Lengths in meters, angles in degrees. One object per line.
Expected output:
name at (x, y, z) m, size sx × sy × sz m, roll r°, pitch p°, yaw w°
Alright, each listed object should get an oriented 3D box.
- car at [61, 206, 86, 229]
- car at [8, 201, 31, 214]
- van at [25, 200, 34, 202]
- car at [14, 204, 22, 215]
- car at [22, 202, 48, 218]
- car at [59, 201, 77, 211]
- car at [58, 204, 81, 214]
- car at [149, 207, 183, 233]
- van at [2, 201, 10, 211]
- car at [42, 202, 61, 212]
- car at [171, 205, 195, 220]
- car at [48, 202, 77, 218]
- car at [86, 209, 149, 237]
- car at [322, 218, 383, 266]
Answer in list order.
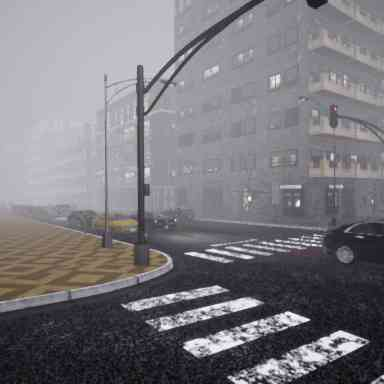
car at (-8.227, 2.002, 25.460) m, size 1.947 × 1.339 × 4.313 m, roll -2°, pitch 0°, yaw -36°
car at (-24.964, 2.449, 48.242) m, size 1.887 × 1.381 × 4.507 m, roll -2°, pitch 0°, yaw -36°
van at (-41.649, 2.831, 85.100) m, size 1.690 × 1.788 × 3.998 m, roll -2°, pitch 0°, yaw -36°
car at (-21.615, 2.392, 43.685) m, size 1.802 × 1.307 × 4.206 m, roll -2°, pitch 0°, yaw -36°
car at (-18.269, 2.262, 39.129) m, size 1.887 × 1.381 × 4.507 m, roll -2°, pitch 0°, yaw -36°
car at (-21.562, 2.366, 57.761) m, size 1.967 × 1.590 × 4.097 m, roll -2°, pitch 0°, yaw -36°
car at (-17.918, 2.389, 48.453) m, size 1.895 × 1.301 × 4.718 m, roll -1°, pitch -1°, yaw -36°
car at (-2.898, 1.924, 22.601) m, size 1.895 × 1.301 × 4.718 m, roll -1°, pitch -1°, yaw -36°
van at (-31.665, 2.433, 57.355) m, size 1.690 × 1.788 × 3.998 m, roll -2°, pitch 0°, yaw -36°
car at (-23.833, 2.518, 56.511) m, size 1.994 × 1.385 × 4.181 m, roll -1°, pitch -1°, yaw -37°
car at (-1.475, 1.915, 30.422) m, size 2.008 × 1.369 × 4.403 m, roll -2°, pitch 0°, yaw -36°
car at (-15.208, 2.172, 39.384) m, size 1.837 × 1.490 × 4.892 m, roll -1°, pitch -1°, yaw -36°
car at (-4.780, 1.865, 20.767) m, size 1.752 × 1.417 × 4.829 m, roll -2°, pitch 0°, yaw -36°
car at (6.384, 1.572, 9.964) m, size 1.837 × 1.490 × 4.892 m, roll -1°, pitch -1°, yaw -36°
